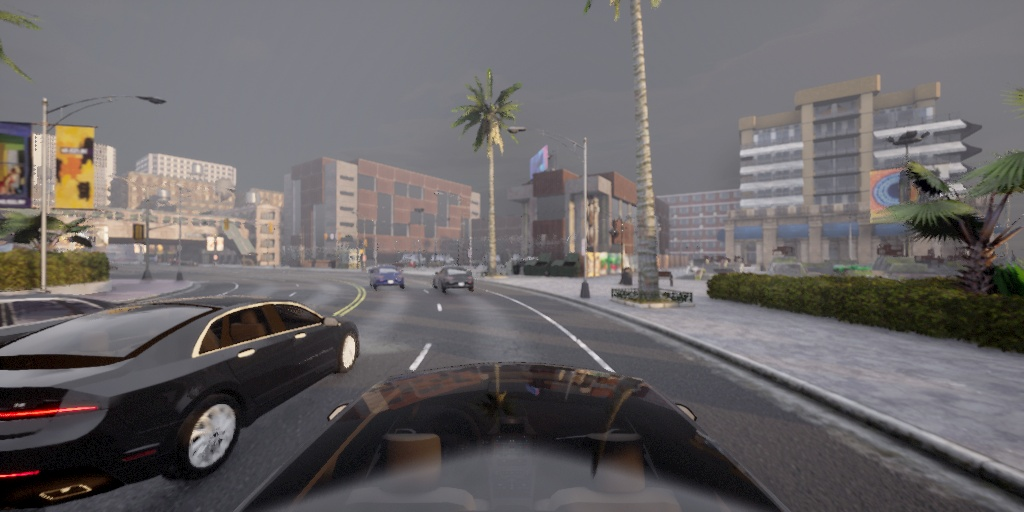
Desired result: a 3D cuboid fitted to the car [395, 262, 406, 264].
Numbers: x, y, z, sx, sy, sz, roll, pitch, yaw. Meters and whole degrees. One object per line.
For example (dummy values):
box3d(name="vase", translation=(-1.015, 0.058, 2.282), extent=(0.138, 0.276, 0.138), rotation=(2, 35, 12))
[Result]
box3d(name="car", translation=(-12.951, 1.532, 36.517), extent=(1.895, 1.301, 4.718), rotation=(0, 0, -41))

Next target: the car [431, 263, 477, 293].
box3d(name="car", translation=(-3.623, 1.382, 21.835), extent=(1.812, 1.442, 4.674), rotation=(0, 0, -21))

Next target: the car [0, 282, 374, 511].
box3d(name="car", translation=(-3.674, 1.266, 4.673), extent=(1.837, 1.490, 4.892), rotation=(0, -1, -1))

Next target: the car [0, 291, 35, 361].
box3d(name="car", translation=(-10.716, 1.363, 5.008), extent=(1.895, 1.301, 4.718), rotation=(0, 0, -2))

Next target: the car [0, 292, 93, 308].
box3d(name="car", translation=(-7.326, 1.252, 4.411), extent=(2.128, 1.511, 4.902), rotation=(0, 0, -2))

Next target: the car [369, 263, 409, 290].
box3d(name="car", translation=(-8.341, 1.390, 23.784), extent=(1.812, 1.442, 4.674), rotation=(0, 0, -26))
